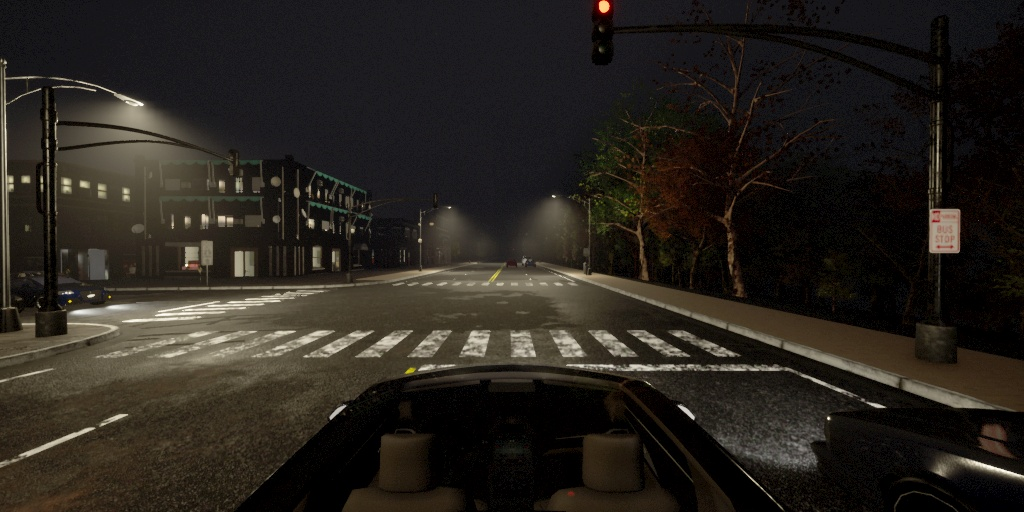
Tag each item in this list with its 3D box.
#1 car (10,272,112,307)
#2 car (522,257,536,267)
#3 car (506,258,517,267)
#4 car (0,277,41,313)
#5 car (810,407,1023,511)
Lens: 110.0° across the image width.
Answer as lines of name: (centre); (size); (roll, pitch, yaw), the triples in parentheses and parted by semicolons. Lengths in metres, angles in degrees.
car: (-19.861, 1.534, 15.220); (4.181, 1.385, 1.994); (-1, 1, 0)
car: (3.226, 1.274, 63.182); (2.033, 1.411, 5.357); (0, 0, 0)
car: (-0.027, 1.204, 63.151); (1.882, 1.535, 5.008); (0, 0, 0)
car: (-19.969, 1.565, 12.514); (4.313, 1.339, 1.948); (0, 0, 0)
car: (3.354, 1.298, 0.401); (2.033, 1.411, 5.357); (0, 0, 0)
